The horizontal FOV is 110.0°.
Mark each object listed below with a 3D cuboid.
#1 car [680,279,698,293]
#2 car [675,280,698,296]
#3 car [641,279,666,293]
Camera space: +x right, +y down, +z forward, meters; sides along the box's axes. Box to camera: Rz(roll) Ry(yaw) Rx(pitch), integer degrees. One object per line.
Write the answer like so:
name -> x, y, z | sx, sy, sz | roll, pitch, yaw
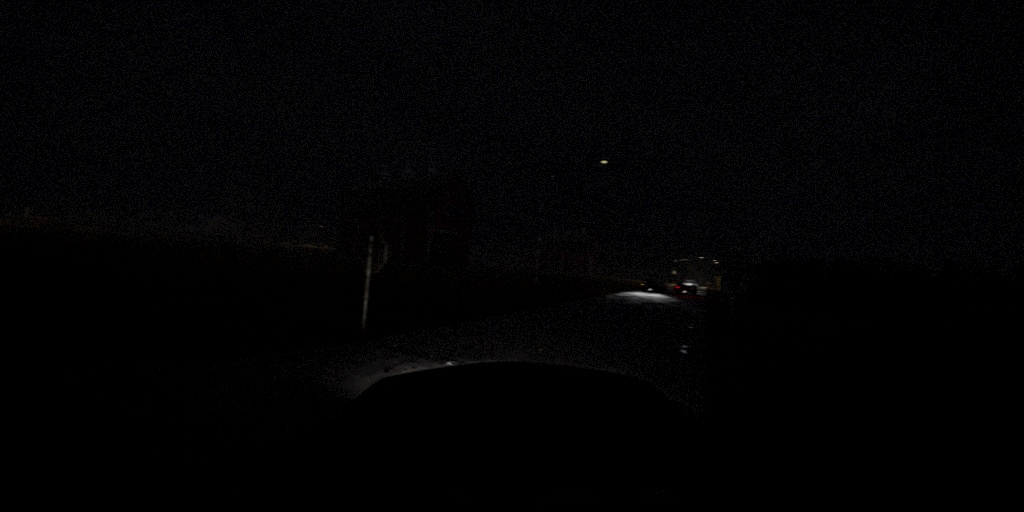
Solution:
car -> 22.543, 3.783, 45.508 | 1.812, 1.442, 4.674 | 4, -1, 29
car -> 17.949, 3.302, 36.927 | 1.895, 1.301, 4.718 | 4, -1, 29
car -> 14.322, 2.996, 36.231 | 1.895, 1.301, 4.718 | 4, -1, 29
